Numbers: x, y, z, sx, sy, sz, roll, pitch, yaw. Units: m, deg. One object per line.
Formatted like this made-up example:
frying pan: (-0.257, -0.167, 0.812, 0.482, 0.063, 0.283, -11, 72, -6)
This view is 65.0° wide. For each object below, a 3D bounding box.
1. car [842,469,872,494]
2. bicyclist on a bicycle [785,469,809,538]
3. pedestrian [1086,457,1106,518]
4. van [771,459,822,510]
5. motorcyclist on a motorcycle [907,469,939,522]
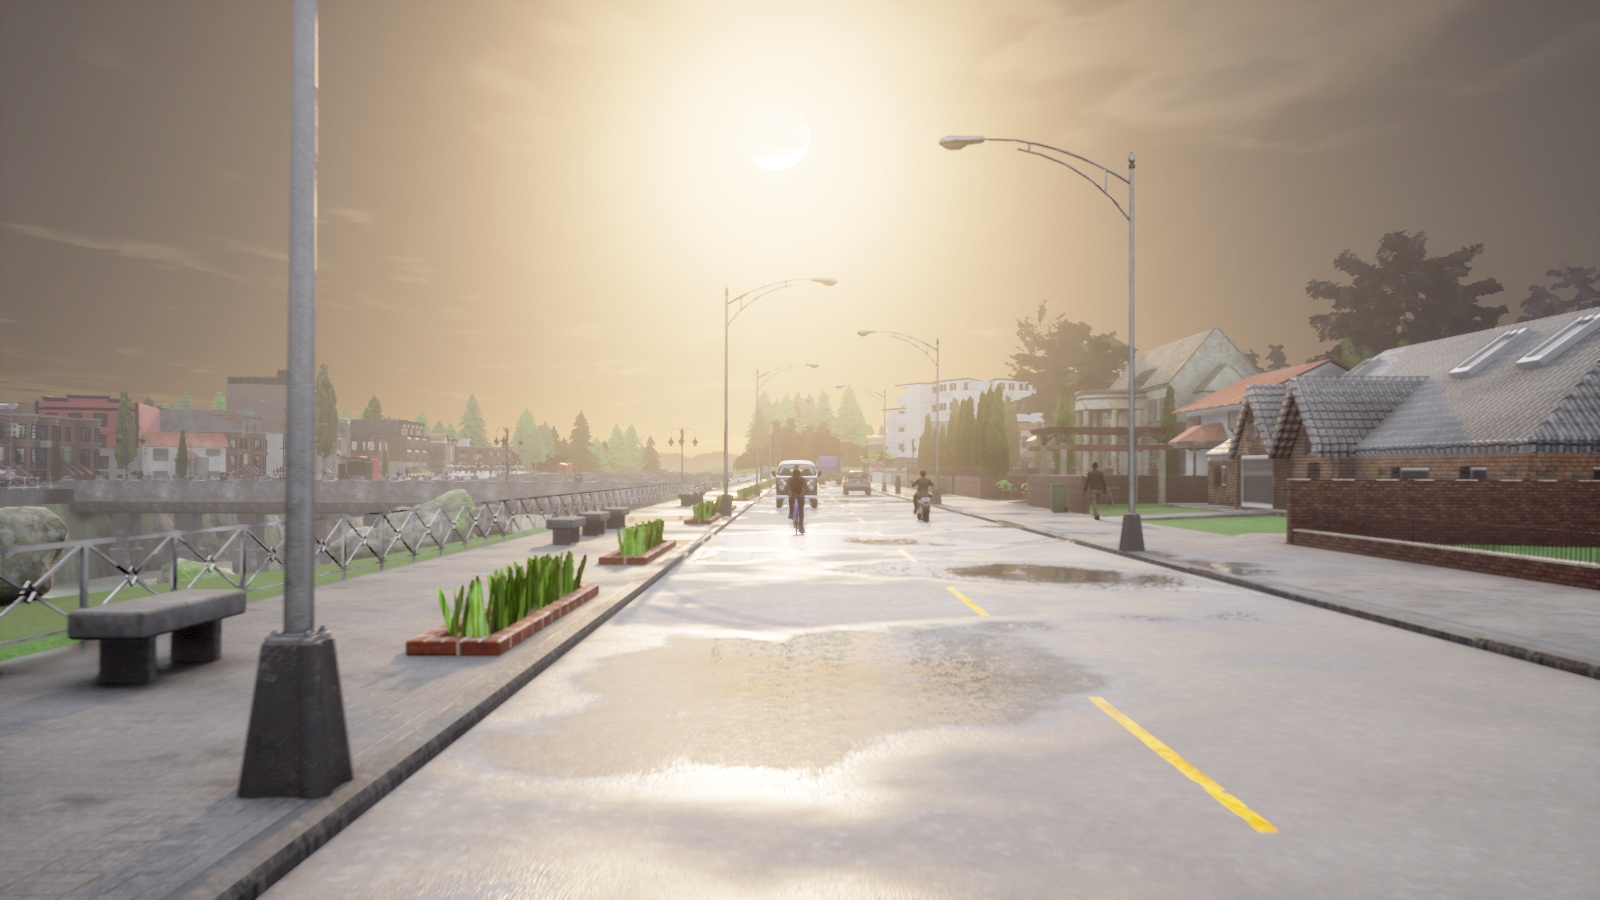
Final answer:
car: (3.795, 2.112, 84.008, 1.851, 1.617, 3.988, 0, -1, 0)
bicyclist on a bicycle: (-0.075, 1.285, 30.689, 0.582, 1.620, 1.656, 0, -1, 0)
pedestrian: (9.024, 1.134, 38.315, 0.431, 1.840, 0.703, 0, -1, 1)
van: (-0.131, 1.437, 53.355, 2.069, 2.038, 4.480, 0, -1, 0)
motorcyclist on a motorcycle: (3.902, 1.424, 40.042, 0.766, 1.649, 2.350, 0, -1, 0)
